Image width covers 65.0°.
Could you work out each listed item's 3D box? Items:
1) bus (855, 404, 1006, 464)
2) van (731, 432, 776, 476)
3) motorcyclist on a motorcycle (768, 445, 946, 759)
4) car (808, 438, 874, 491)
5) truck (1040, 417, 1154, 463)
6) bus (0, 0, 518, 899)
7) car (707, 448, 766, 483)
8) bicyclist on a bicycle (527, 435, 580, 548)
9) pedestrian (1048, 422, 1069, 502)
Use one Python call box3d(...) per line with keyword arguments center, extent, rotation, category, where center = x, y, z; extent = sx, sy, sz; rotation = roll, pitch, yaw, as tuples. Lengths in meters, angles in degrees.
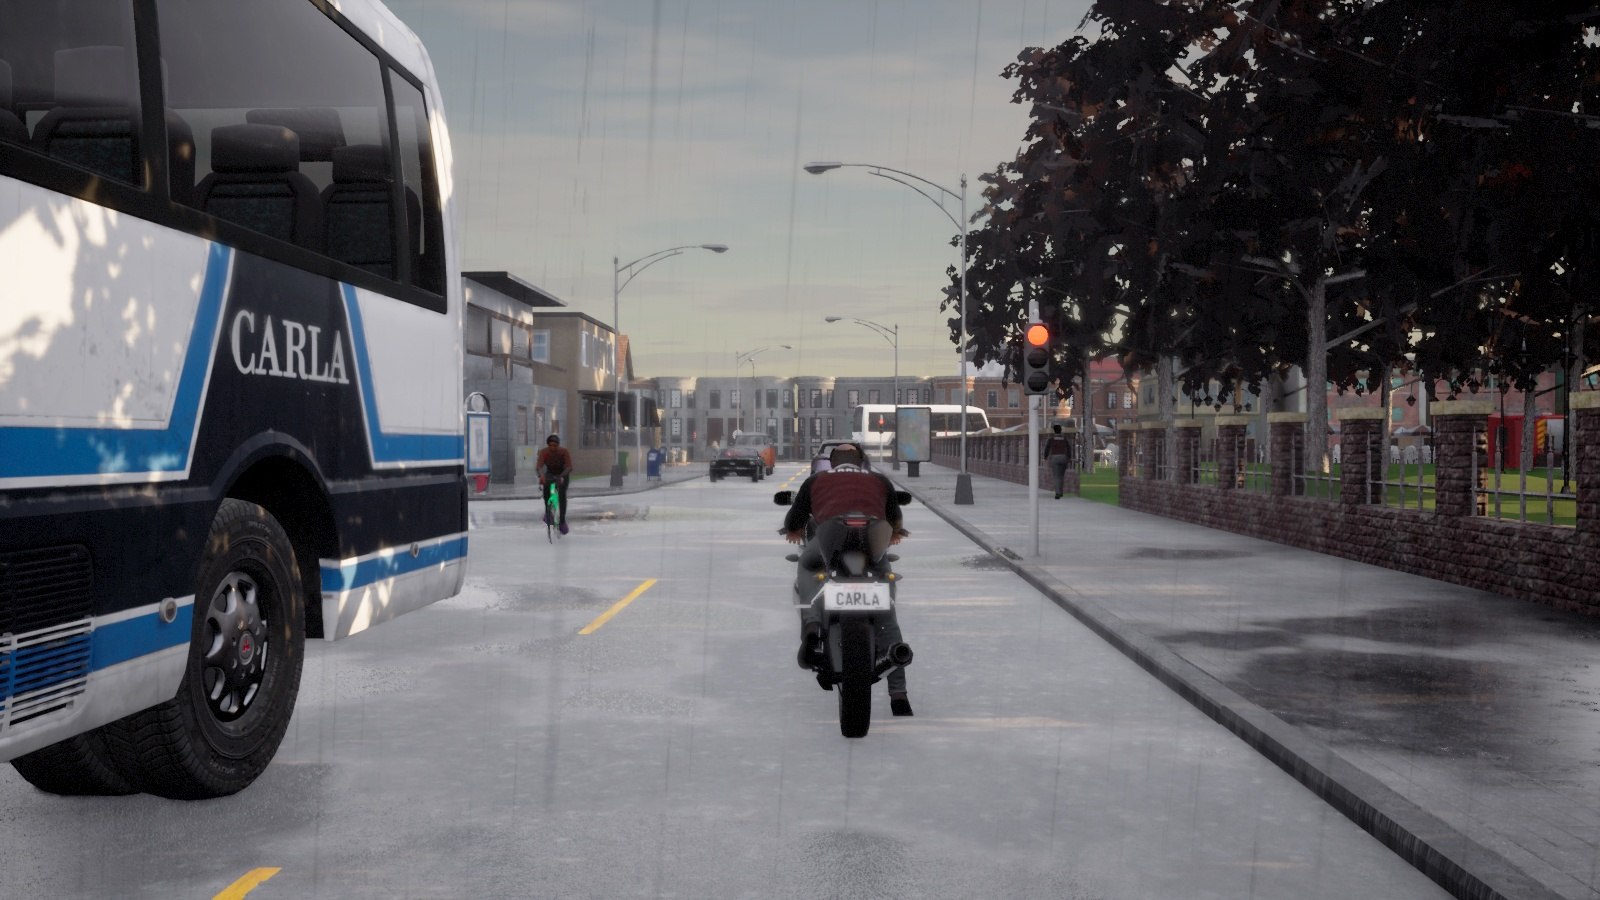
box3d(center=(9.446, -1.140, 91.628), extent=(10.273, 4.253, 3.944), rotation=(0, 0, -12), category="bus")
box3d(center=(-2.134, 0.169, 58.141), extent=(1.775, 1.987, 4.442), rotation=(0, 0, 2), category="van")
box3d(center=(0.271, 0.741, 7.237), extent=(0.866, 1.530, 2.191), rotation=(0, 0, 0), category="motorcyclist on a motorcycle")
box3d(center=(1.348, 0.443, 41.497), extent=(2.033, 1.649, 4.856), rotation=(0, 0, 2), category="car")
box3d(center=(22.212, -0.750, 94.248), extent=(7.936, 3.462, 2.891), rotation=(0, 0, 2), category="truck")
box3d(center=(-3.933, -0.649, 2.775), extent=(3.944, 4.253, 10.273), rotation=(0, 0, 2), category="bus")
box3d(center=(-2.426, 0.568, 49.116), extent=(1.895, 1.301, 4.718), rotation=(0, 0, 2), category="car")
box3d(center=(-3.692, 0.590, 18.897), extent=(0.582, 1.620, 1.656), rotation=(-1, 1, -5), category="bicyclist on a bicycle")
box3d(center=(6.349, 0.287, 30.844), extent=(0.402, 1.930, 0.666), rotation=(0, 0, 2), category="pedestrian")
